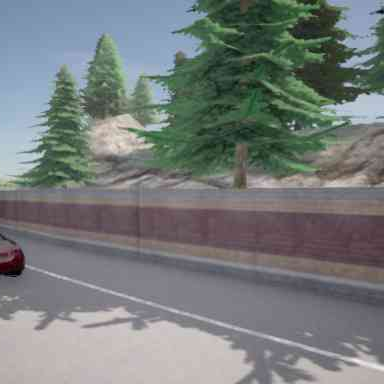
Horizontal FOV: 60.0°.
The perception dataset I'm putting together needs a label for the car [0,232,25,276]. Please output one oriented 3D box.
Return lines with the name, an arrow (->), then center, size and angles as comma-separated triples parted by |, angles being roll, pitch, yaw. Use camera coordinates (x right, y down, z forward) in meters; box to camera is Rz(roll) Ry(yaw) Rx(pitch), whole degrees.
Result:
car -> -6.394, 1.573, 9.258 | 4.181, 1.385, 1.994 | 0, 0, 40
